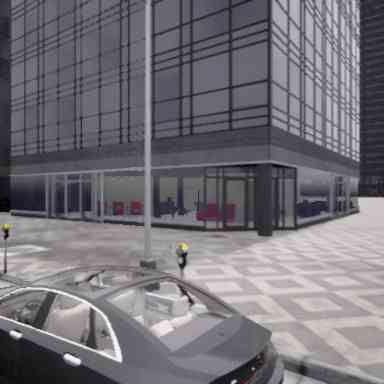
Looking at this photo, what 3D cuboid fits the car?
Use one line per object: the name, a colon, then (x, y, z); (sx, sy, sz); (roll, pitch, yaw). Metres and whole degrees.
car: (-1.211, 1.553, 3.827); (4.403, 1.369, 2.008); (0, 0, 36)
